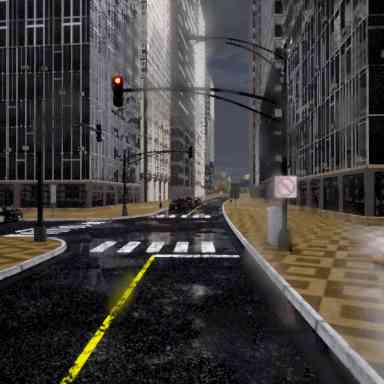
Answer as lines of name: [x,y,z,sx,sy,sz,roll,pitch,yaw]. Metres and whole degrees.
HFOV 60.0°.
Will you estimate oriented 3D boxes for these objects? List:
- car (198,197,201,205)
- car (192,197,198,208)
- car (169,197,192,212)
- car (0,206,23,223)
car: [0.502,1.501,58.404,1.994,1.385,4.181,0,0,7]
car: [-0.604,1.462,48.445,1.837,1.490,4.892,0,0,6]
car: [-1.486,1.450,38.637,1.882,1.535,5.008,0,0,5]
car: [-16.520,1.854,28.032,4.403,1.369,2.008,-1,1,10]
